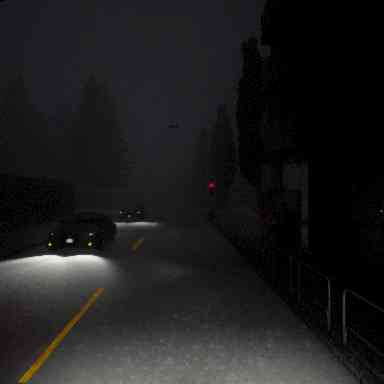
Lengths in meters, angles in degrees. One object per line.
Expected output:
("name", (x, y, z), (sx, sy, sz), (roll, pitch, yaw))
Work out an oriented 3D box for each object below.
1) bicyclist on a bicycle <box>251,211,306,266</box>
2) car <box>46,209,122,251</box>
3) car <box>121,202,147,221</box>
("bicyclist on a bicycle", (2.542, 1.388, 9.647), (1.656, 1.620, 0.582), (4, 0, -2))
("car", (-4.449, 1.563, 13.945), (1.994, 1.385, 4.181), (0, 0, -2))
("car", (-4.738, 1.525, 27.132), (1.812, 1.442, 4.674), (0, 0, -1))
